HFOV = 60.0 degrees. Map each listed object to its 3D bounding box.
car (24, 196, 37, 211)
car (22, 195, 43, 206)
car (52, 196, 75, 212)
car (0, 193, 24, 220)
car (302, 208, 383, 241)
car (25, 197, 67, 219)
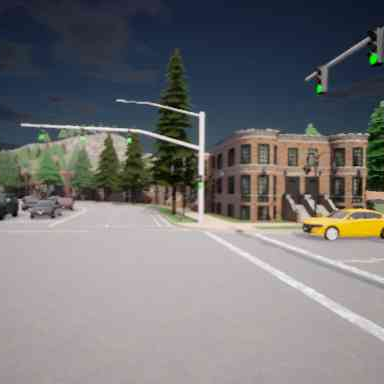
[{"bbox_3d":[-17.821,1.413,37.519,2.033,1.411,5.357,1,0,-16],"label":"car"},{"bbox_3d":[-24.491,1.291,50.848,1.882,1.535,5.008,1,0,-38],"label":"car"},{"bbox_3d":[-14.406,1.385,37.876,1.882,1.535,5.008,1,0,-16],"label":"car"},{"bbox_3d":[-15.494,1.091,26.410,2.150,2.045,5.566,1,0,-12],"label":"car"},{"bbox_3d":[8.177,1.613,17.191,5.008,1.535,1.882,1,0,-10],"label":"car"},{"bbox_3d":[-12.291,1.417,28.298,1.837,1.490,4.892,1,0,-11],"label":"car"}]
